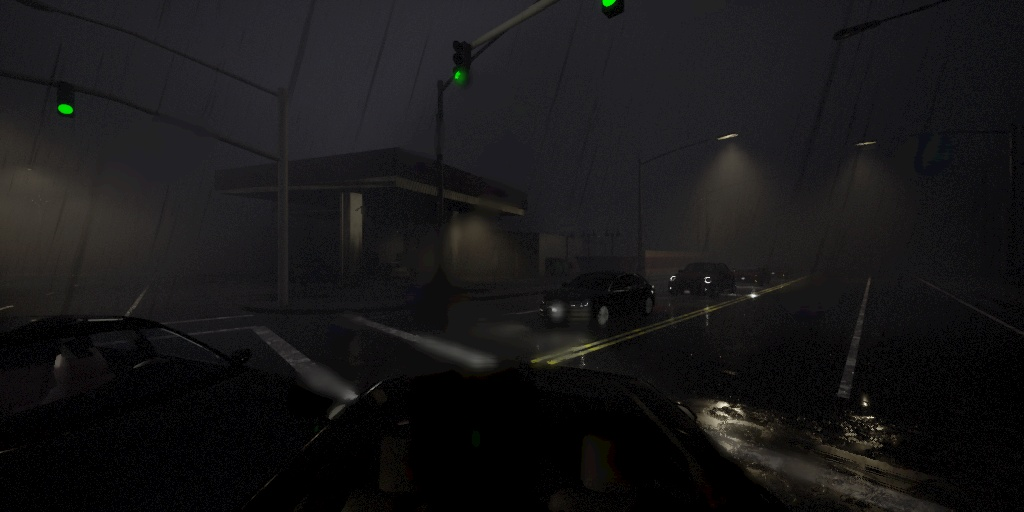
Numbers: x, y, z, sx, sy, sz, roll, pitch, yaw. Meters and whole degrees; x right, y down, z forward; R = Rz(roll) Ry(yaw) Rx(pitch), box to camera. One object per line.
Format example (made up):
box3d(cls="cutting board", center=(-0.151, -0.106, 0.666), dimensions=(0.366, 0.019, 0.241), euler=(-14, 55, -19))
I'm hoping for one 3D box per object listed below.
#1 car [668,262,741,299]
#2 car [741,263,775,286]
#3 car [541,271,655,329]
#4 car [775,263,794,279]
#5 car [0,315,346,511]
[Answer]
box3d(cls="car", center=(9.797, 1.102, 18.374), dimensions=(4.553, 1.767, 2.097), euler=(0, 0, -45))
box3d(cls="car", center=(16.753, 1.314, 25.256), dimensions=(1.994, 1.385, 4.181), euler=(0, 0, 44))
box3d(cls="car", center=(2.930, 1.255, 11.557), dimensions=(1.837, 1.490, 4.892), euler=(0, 0, 45))
box3d(cls="car", center=(23.916, 1.314, 32.280), dimensions=(4.181, 1.385, 1.994), euler=(0, 0, -44))
box3d(cls="car", center=(-3.410, 1.242, 2.566), dimensions=(4.902, 1.511, 2.128), euler=(0, 0, 15))
